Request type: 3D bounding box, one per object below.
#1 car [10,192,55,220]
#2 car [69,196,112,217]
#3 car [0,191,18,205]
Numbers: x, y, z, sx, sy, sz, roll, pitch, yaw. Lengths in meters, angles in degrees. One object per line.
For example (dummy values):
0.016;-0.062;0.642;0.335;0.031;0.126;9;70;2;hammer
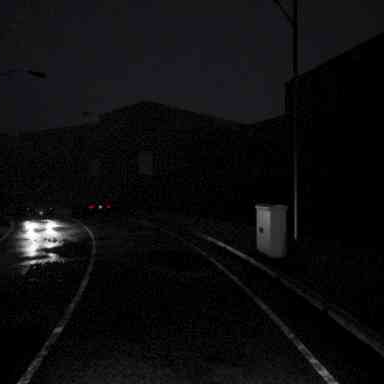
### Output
-10.554;0.973;22.284;2.128;1.511;4.902;0;1;-35;car
-7.610;1.016;24.629;2.033;1.411;5.357;0;1;-34;car
-20.495;0.610;37.132;4.902;1.511;2.128;1;1;34;car
